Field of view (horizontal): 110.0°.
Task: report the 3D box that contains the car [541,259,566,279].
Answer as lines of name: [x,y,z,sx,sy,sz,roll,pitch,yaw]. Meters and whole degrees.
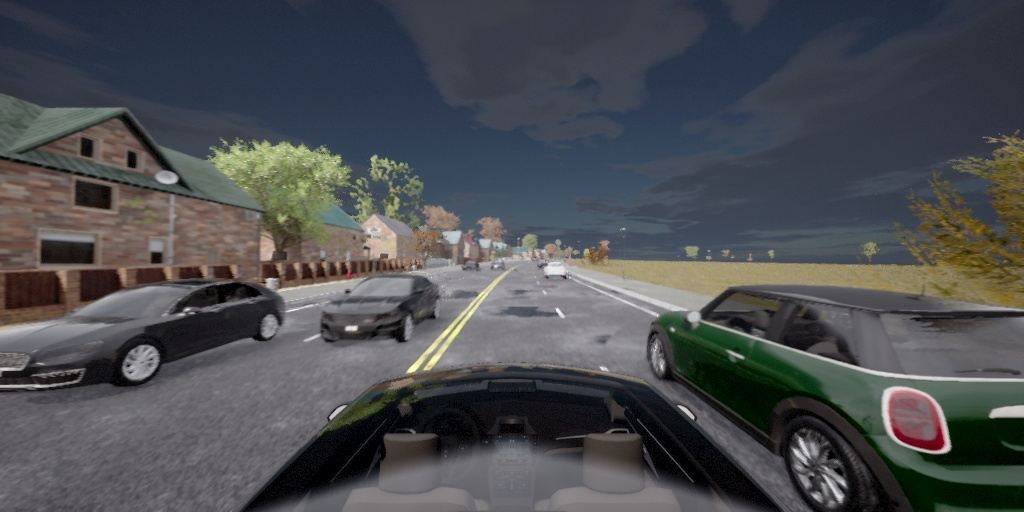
car: [3.891,1.296,32.853,1.812,1.442,4.674,0,0,2]

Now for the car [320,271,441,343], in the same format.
car: [-3.298,1.227,9.907,1.882,1.535,5.008,0,0,1]

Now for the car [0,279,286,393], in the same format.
car: [-6.570,1.247,6.984,1.837,1.490,4.892,0,0,0]

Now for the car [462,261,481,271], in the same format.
car: [-5.395,1.335,47.841,1.994,1.385,4.181,0,0,3]

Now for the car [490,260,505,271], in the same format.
car: [-1.983,1.267,50.771,2.128,1.511,4.902,0,0,3]

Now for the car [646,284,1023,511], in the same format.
car: [3.362,1.110,4.353,2.097,1.767,4.553,0,0,0]

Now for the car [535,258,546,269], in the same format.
car: [4.839,1.382,55.493,1.895,1.301,4.718,0,0,3]
